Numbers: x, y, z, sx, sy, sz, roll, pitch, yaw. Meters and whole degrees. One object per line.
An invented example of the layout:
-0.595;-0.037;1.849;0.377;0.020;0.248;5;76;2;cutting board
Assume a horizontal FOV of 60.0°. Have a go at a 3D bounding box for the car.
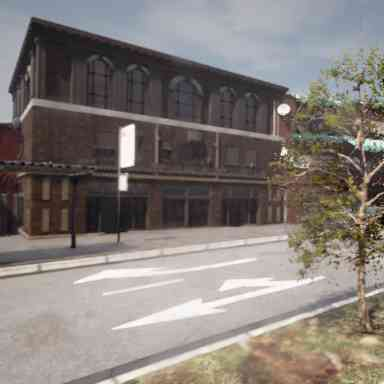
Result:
9.304;1.360;16.373;5.008;1.535;2.097;-1;0;-31;car
